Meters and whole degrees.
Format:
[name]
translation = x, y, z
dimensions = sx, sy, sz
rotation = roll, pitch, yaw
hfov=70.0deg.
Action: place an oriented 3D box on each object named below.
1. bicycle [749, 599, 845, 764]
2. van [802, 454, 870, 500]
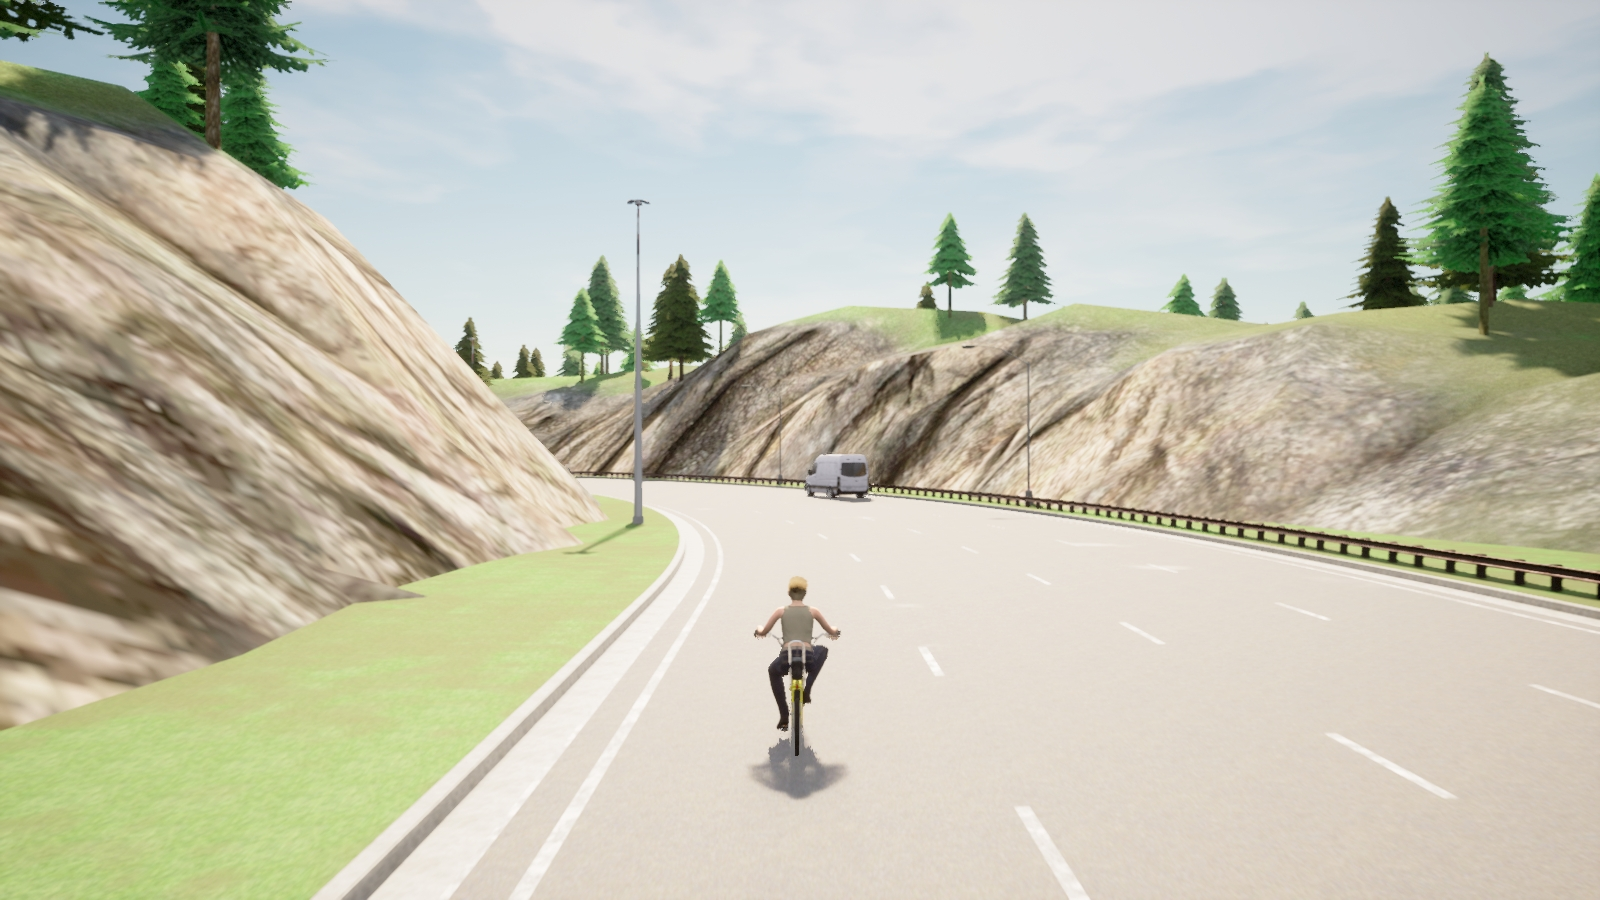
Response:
[bicycle]
translation = -0.025, 2.158, 10.930
dimensions = 0.859, 1.276, 1.487
rotation = 0, 0, 0
[van]
translation = 2.064, 1.534, 67.376
dimensions = 1.988, 2.561, 5.915
rotation = 0, 0, -20
